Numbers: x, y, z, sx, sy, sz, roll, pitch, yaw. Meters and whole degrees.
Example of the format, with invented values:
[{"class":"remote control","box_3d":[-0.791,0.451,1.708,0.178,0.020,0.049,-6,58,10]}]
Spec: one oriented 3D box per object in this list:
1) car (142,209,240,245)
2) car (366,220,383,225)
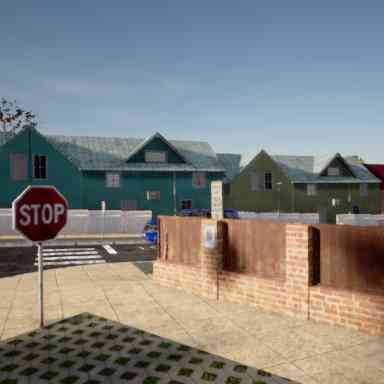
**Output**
[{"class":"car","box_3d":[0.136,1.921,17.972,5.566,2.045,2.150,2,-2,-23]},{"class":"car","box_3d":[13.767,2.735,23.576,4.902,1.511,2.128,2,-2,-22]}]
